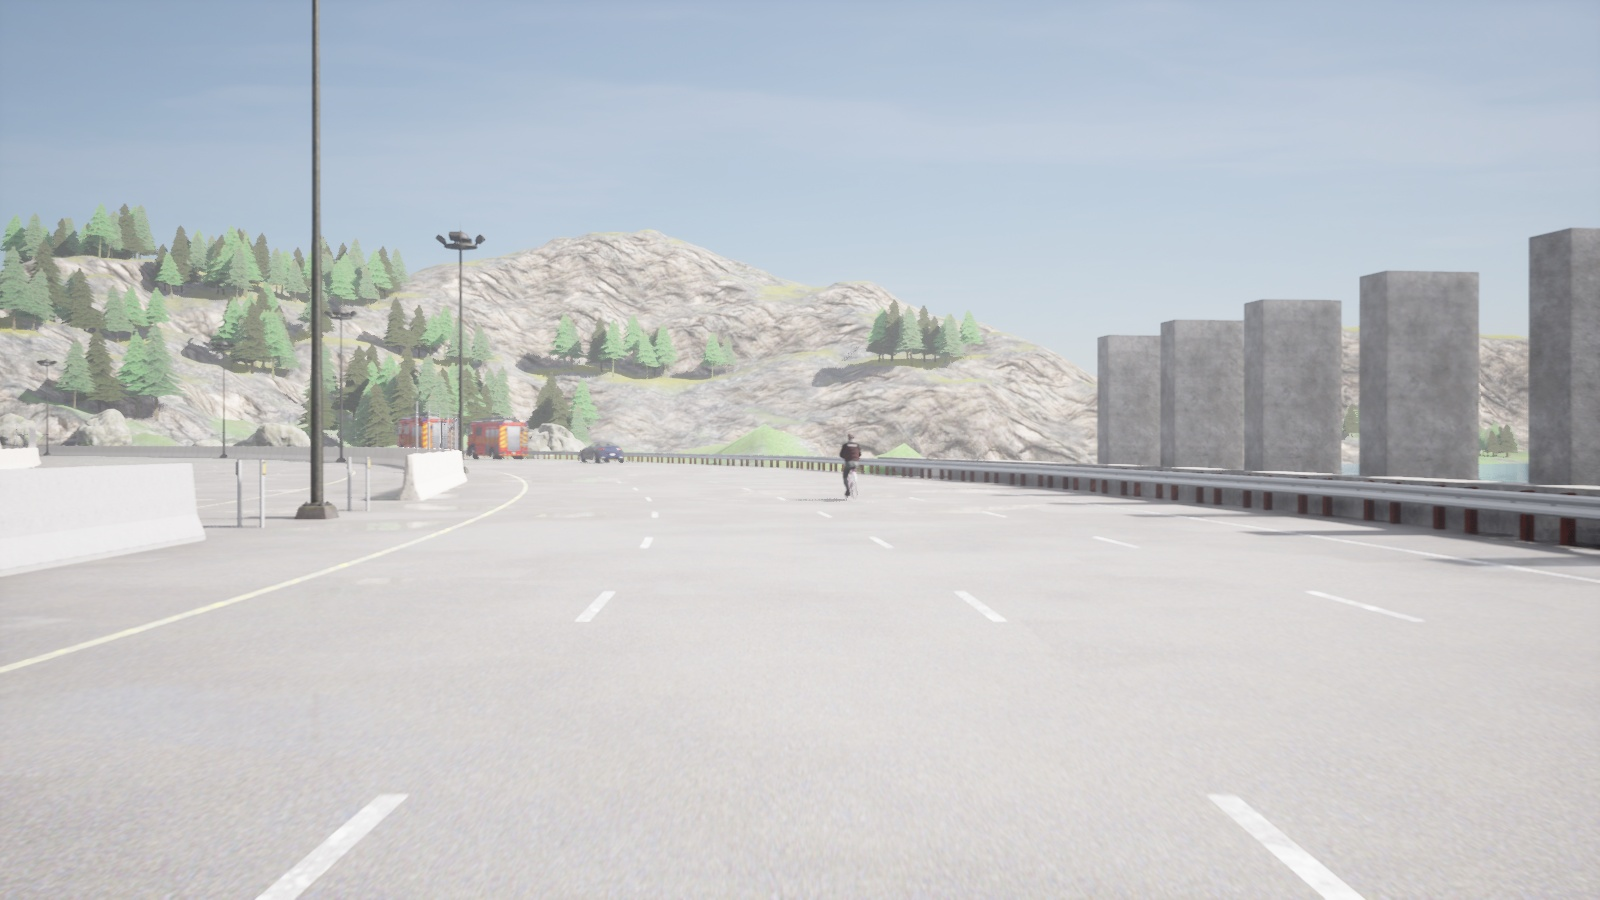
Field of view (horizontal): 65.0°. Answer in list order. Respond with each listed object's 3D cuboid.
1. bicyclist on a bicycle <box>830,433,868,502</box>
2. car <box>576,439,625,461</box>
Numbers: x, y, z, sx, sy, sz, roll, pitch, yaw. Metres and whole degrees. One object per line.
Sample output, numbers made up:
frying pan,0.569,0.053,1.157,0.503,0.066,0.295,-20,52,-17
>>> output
bicyclist on a bicycle,1.282,0.431,33.185,0.659,1.776,1.843,0,1,-9
car,-14.945,-0.017,94.078,2.152,1.651,5.027,0,0,-27
